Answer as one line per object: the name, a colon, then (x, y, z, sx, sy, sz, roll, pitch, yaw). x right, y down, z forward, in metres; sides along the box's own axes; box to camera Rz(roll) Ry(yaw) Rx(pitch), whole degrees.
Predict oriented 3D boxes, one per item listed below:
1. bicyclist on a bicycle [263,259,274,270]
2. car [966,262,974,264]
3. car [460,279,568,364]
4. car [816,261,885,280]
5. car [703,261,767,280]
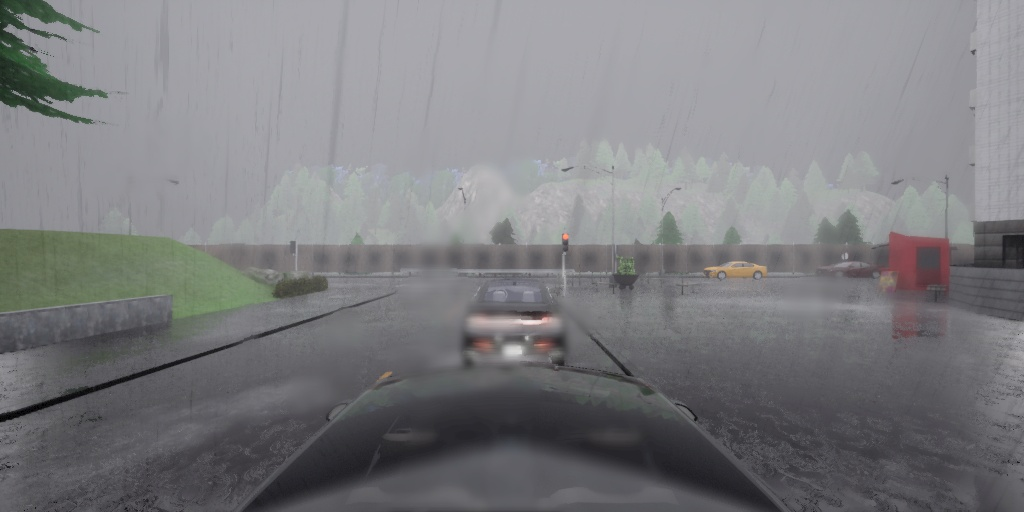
bicyclist on a bicycle: (-24.027, 1.099, 35.400, 0.582, 1.620, 1.656, 0, 0, 0)
car: (40.843, 1.255, 31.200, 4.892, 1.490, 1.837, 0, 0, 0)
car: (0.053, 1.241, 7.923, 2.128, 1.511, 4.902, 0, 0, 0)
car: (29.399, 1.228, 31.223, 5.008, 1.535, 1.882, 0, 0, 0)
car: (19.350, 1.228, 31.221, 5.008, 1.535, 1.882, 0, 0, 0)
